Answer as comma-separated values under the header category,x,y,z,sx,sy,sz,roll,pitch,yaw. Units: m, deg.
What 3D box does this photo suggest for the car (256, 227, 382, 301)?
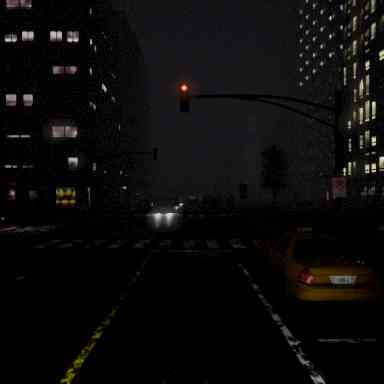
category,x,y,z,sx,sy,sz,roll,pitch,yaw
car,2.694,1.526,8.232,1.752,1.417,4.829,0,0,0

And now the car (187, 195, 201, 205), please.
category,x,y,z,sx,sy,sz,roll,pitch,yaw
car,0.152,1.644,60.980,1.895,1.301,4.718,0,0,0

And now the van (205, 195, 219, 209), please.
category,x,y,z,sx,sy,sz,roll,pitch,yaw
van,2.724,1.363,46.001,1.690,1.788,3.998,0,0,0

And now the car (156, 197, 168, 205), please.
category,x,y,z,sx,sy,sz,roll,pitch,yaw
car,-5.642,1.591,62.587,1.887,1.381,4.507,0,0,0

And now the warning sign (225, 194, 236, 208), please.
category,x,y,z,sx,sy,sz,roll,pitch,yaw
warning sign,5.109,1.135,43.730,1.300,1.860,1.060,0,0,0

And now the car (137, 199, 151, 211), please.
category,x,y,z,sx,sy,sz,roll,pitch,yaw
car,-5.659,1.567,40.482,2.008,1.369,4.403,0,0,0

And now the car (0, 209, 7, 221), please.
category,x,y,z,sx,sy,sz,roll,pitch,yaw
car,-16.482,1.749,24.734,4.892,1.490,1.837,-1,1,-1

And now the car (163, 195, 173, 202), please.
category,x,y,z,sx,sy,sz,roll,pitch,yaw
car,-5.629,1.516,79.168,1.967,1.590,4.097,0,0,0

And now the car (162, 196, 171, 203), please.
category,x,y,z,sx,sy,sz,roll,pitch,yaw
car,-5.633,1.648,73.642,1.802,1.307,4.206,0,0,0

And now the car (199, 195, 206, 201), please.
category,x,y,z,sx,sy,sz,roll,pitch,yaw
car,2.761,1.624,90.385,1.752,1.417,4.829,0,0,0

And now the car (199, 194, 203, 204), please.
category,x,y,z,sx,sy,sz,roll,pitch,yaw
car,2.737,1.361,62.581,2.192,1.841,5.009,0,0,0

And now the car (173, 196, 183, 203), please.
category,x,y,z,sx,sy,sz,roll,pitch,yaw
car,-2.949,1.583,68.771,1.812,1.442,4.674,0,0,0

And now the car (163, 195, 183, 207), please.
category,x,y,z,sx,sy,sz,roll,pitch,yaw
car,-3.048,1.580,53.745,2.033,1.411,5.357,0,0,0

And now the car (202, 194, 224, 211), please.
category,x,y,z,sx,sy,sz,roll,pitch,yaw
car,2.720,1.332,40.475,2.192,1.841,5.009,0,0,0

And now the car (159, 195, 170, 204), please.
category,x,y,z,sx,sy,sz,roll,pitch,yaw
car,-5.638,1.496,68.115,1.967,1.590,4.097,0,0,0

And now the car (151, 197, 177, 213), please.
category,x,y,z,sx,sy,sz,roll,pitch,yaw
car,-3.071,1.578,37.238,1.994,1.385,4.181,0,0,0

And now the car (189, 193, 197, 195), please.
category,x,y,z,sx,sy,sz,roll,pitch,yaw
car,0.066,1.303,80.095,2.150,2.045,5.566,0,0,0

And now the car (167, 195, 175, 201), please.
category,x,y,z,sx,sy,sz,roll,pitch,yaw
car,-5.619,1.624,90.052,1.752,1.417,4.829,0,0,0

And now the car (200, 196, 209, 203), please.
category,x,y,z,sx,sy,sz,roll,pitch,yaw
car,2.747,1.611,73.635,1.887,1.381,4.507,0,0,0
